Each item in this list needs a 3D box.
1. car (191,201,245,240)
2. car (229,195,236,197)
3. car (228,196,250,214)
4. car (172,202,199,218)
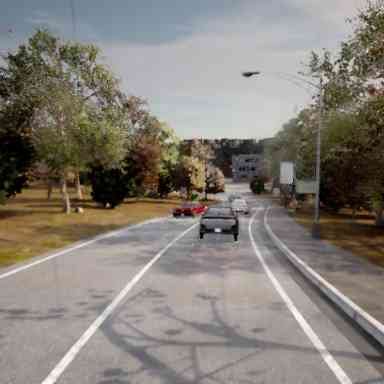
[{"bbox_3d":[1.476,1.467,17.055,2.128,1.511,4.902,1,0,8],"label":"car"},{"bbox_3d":[8.401,1.320,68.831,1.837,1.490,4.892,1,0,8],"label":"car"},{"bbox_3d":[5.027,1.500,34.836,1.812,1.442,4.674,1,0,13],"label":"car"},{"bbox_3d":[-0.275,1.497,28.449,1.895,1.301,4.718,1,0,12],"label":"car"}]
